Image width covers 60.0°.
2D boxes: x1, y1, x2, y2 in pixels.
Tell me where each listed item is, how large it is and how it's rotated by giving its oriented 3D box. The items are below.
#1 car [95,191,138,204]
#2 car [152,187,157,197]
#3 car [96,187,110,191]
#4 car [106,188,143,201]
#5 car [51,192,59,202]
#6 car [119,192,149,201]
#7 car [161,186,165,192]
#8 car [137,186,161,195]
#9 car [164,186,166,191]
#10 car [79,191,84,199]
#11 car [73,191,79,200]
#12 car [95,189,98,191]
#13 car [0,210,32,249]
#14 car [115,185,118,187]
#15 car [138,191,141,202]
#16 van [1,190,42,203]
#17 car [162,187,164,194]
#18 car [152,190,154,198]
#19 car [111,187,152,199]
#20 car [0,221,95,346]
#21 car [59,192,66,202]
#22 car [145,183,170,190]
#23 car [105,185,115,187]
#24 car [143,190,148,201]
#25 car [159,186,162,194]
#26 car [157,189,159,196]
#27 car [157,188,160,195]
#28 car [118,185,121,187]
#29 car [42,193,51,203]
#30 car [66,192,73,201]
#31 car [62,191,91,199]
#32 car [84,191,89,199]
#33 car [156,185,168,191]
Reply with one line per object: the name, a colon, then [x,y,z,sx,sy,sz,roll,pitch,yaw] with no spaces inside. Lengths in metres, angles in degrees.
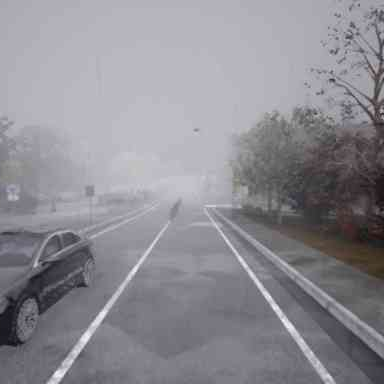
car: [-10.148,0.910,44.662,4.792,1.488,2.163,0,0,0]
car: [-10.008,0.467,66.950,4.553,1.767,2.185,0,2,0]
car: [-22.865,0.224,77.998,5.366,1.575,1.946,0,2,0]
car: [-10.174,0.732,50.232,4.553,1.767,2.185,0,0,0]
car: [-23.227,0.892,50.119,4.674,1.452,2.002,0,0,0]
car: [-10.085,0.773,58.594,4.892,1.521,2.231,0,1,0]
car: [-9.929,-0.007,83.662,5.008,1.535,2.097,0,3,0]
car: [-10.018,0.206,75.308,4.553,1.767,2.185,0,2,0]
car: [-9.913,-0.137,86.448,5.008,1.535,2.097,0,3,0]
car: [-23.125,0.750,61.274,4.792,1.488,2.163,0,1,0]
car: [-23.357,0.763,58.619,5.366,1.575,1.946,0,1,0]
car: [-23.096,0.510,69.770,4.892,1.521,2.231,0,2,0]
car: [-10.045,1.597,14.849,4.792,1.488,2.163,0,0,0]
car: [-23.012,-0.397,89.142,4.553,1.767,2.185,0,3,0]
car: [-10.190,0.899,47.446,4.792,1.488,2.163,0,0,0]
van: [-23.131,0.651,44.659,4.442,1.987,1.878,1,0,0]
car: [-9.955,0.154,80.877,4.674,1.452,2.002,0,3,0]
car: [-10.045,0.753,61.373,4.792,1.488,2.163,0,1,0]
car: [-10.137,0.558,55.802,5.566,2.045,2.435,0,1,0]
car: [-3.316,1.480,6.397,2.128,1.511,4.902,0,0,0]
car: [-23.234,0.862,53.031,4.792,1.488,2.163,0,0,0]
car: [-9.894,-0.820,94.780,5.566,2.045,2.435,0,3,0]
car: [-23.044,-0.257,83.562,5.566,2.045,2.435,0,3,0]
car: [-10.120,0.838,53.011,5.008,1.535,2.097,0,1,0]
car: [-10.001,0.102,78.086,4.553,1.767,2.185,0,2,0]
car: [-9.993,0.543,69.741,4.792,1.488,2.163,0,2,0]
car: [-10.034,0.456,72.527,4.792,1.488,2.163,0,2,0]
car: [-22.959,-0.417,91.930,5.008,1.535,2.097,0,3,0]
car: [-23.244,0.904,47.334,4.674,1.452,2.002,0,0,0]
car: [-23.374,0.801,55.824,5.366,1.575,1.946,0,1,0]
car: [-23.115,0.591,66.853,5.008,1.535,2.097,0,2,0]
car: [-23.132,0.659,64.064,5.008,1.535,2.097,0,1,0]
car: [-9.881,-0.379,92.016,4.674,1.452,2.002,0,3,0]
